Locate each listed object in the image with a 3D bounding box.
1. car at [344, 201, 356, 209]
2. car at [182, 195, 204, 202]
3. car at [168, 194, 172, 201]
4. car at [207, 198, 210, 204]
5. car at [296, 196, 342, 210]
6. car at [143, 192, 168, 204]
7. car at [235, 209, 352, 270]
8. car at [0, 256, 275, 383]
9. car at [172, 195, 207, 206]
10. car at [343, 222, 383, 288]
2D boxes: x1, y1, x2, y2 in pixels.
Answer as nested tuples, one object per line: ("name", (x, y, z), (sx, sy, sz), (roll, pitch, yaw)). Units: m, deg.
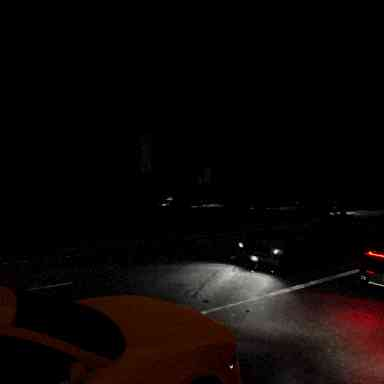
("car", (15.408, 1.232, 36.730), (1.882, 1.535, 5.008), (-1, 0, -40))
("car", (0.236, 1.309, 67.018), (1.895, 1.301, 4.718), (-1, 0, -39))
("car", (-6.104, 1.239, 74.804), (2.128, 1.511, 4.902), (-1, 0, -38))
("car", (0.924, 1.257, 54.672), (2.128, 1.511, 4.902), (-1, 0, -39))
("car", (12.766, 1.351, 33.950), (1.994, 1.385, 4.181), (-1, 0, -34))
("car", (-7.115, 1.022, 59.149), (2.150, 2.045, 5.566), (-1, 0, -38))
("car", (3.959, 1.509, 11.123), (5.357, 1.411, 2.033), (0, 0, -36))
("car", (-1.813, 1.478, 2.437), (5.008, 1.535, 1.882), (0, 0, -36))
("car", (-0.422, 1.301, 50.751), (1.837, 1.490, 4.892), (-1, 0, -39))
("car", (5.900, 1.468, 7.959), (4.892, 1.490, 1.837), (0, 0, -35))
